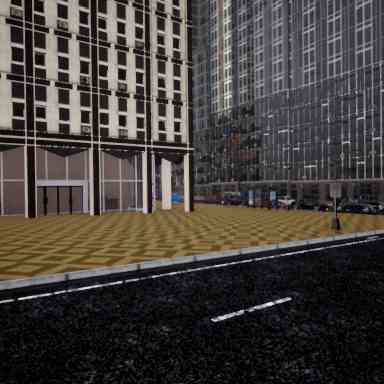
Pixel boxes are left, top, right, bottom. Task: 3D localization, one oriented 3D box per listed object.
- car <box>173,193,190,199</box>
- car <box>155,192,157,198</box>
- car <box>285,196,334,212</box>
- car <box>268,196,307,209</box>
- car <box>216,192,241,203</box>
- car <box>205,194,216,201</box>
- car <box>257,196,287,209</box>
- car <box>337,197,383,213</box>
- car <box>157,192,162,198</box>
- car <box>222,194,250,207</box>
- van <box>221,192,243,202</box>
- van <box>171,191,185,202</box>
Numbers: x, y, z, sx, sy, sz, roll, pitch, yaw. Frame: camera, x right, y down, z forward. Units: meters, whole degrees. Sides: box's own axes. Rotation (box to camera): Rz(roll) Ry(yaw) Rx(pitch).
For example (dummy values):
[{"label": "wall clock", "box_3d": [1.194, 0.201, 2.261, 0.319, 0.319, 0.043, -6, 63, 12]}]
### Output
[{"label": "car", "box_3d": [-2.427, 0.933, 74.282, 1.802, 1.307, 4.206, 0, 1, -34]}, {"label": "car", "box_3d": [-8.817, 0.683, 83.680, 1.967, 1.590, 4.097, 0, 1, -34]}, {"label": "car", "box_3d": [12.900, 1.421, 36.595, 1.947, 1.339, 4.313, -1, 1, -34]}, {"label": "car", "box_3d": [12.115, 1.288, 42.576, 1.812, 1.442, 4.674, -1, 1, -34]}, {"label": "car", "box_3d": [6.299, 1.173, 51.140, 1.837, 1.490, 4.892, -1, 1, -34]}, {"label": "car", "box_3d": [3.963, 1.040, 64.880, 1.802, 1.307, 4.206, -1, 1, -34]}, {"label": "car", "box_3d": [9.719, 1.385, 41.308, 1.802, 1.307, 4.206, -1, 1, -34]}, {"label": "car", "box_3d": [17.302, 1.338, 34.941, 2.128, 1.511, 4.902, -1, 1, -34]}, {"label": "car", "box_3d": [-5.622, 0.612, 78.979, 2.192, 1.841, 5.009, 0, 1, -34]}, {"label": "car", "box_3d": [6.572, 1.317, 46.041, 1.947, 1.339, 4.313, -1, 1, -34]}, {"label": "van", "box_3d": [7.158, 0.852, 60.177, 1.690, 1.788, 3.998, -1, 1, -34]}, {"label": "van", "box_3d": [-2.968, 0.935, 60.168, 1.690, 1.788, 3.998, 0, 1, -34]}]
